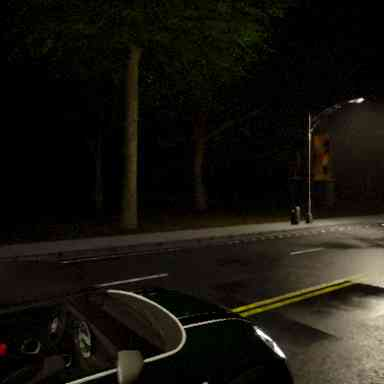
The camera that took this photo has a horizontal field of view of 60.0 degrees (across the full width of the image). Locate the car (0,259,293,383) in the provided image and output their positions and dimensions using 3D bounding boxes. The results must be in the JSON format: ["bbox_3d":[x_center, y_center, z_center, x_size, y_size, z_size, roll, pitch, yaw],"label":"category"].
[{"bbox_3d":[-1.290,1.352,2.521,4.553,1.767,2.097,0,0,-36],"label":"car"}]
